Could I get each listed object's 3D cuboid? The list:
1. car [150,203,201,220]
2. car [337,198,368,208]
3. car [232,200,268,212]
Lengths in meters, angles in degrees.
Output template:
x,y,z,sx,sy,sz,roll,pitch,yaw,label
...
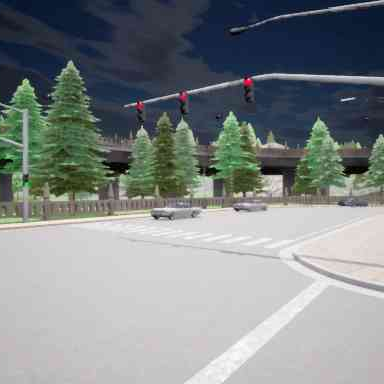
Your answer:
x,y,z,sx,sy,sz,roll,pitch,yaw,label
-1.308,1.577,27.801,1.895,1.301,4.718,0,0,37,car
23.319,1.529,48.362,4.181,1.385,1.994,0,0,-18,car
6.620,1.576,37.718,1.895,1.301,4.718,0,0,43,car
